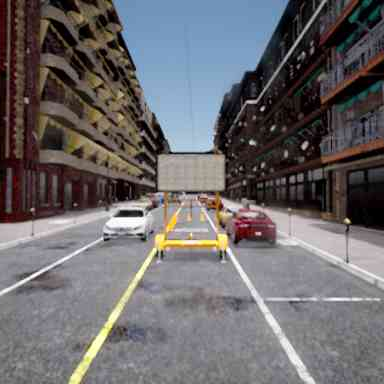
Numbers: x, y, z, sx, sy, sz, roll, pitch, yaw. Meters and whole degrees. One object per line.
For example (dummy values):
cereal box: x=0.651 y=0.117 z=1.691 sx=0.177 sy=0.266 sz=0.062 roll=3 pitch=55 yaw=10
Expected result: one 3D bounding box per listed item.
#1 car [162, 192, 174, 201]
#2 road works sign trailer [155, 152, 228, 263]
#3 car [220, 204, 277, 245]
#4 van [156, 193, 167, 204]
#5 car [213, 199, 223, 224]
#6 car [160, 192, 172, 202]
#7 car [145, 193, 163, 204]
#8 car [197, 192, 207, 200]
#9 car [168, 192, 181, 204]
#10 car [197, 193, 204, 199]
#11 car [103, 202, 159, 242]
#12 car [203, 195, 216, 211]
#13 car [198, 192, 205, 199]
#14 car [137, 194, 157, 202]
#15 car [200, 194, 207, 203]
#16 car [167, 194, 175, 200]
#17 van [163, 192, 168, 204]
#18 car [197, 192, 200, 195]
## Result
car: x=-5.434 y=0.990 z=75.906 sx=2.192 sy=1.841 sz=5.009 roll=1 pitch=0 yaw=0
road works sign trailer: x=-0.022 y=0.394 z=11.678 sx=2.380 sy=3.560 sz=2.880 roll=0 pitch=0 yaw=0
car: x=2.558 y=1.457 z=15.025 sx=1.887 sy=1.381 sz=4.507 roll=1 pitch=0 yaw=0
van: x=-5.403 y=1.061 z=59.316 sx=1.690 sy=1.788 sz=3.998 roll=1 pitch=0 yaw=0
car: x=2.547 y=1.407 z=20.726 sx=1.752 sy=1.417 sz=4.829 roll=1 pitch=0 yaw=0
car: x=-5.423 y=1.004 z=70.377 sx=2.192 sy=1.841 sz=5.009 roll=1 pitch=0 yaw=0
car: x=-5.369 y=1.096 z=42.725 sx=2.192 sy=1.841 sz=5.009 roll=2 pitch=0 yaw=0
car: x=2.401 y=0.978 z=81.393 sx=2.192 sy=1.841 sz=5.009 roll=1 pitch=0 yaw=0
car: x=-2.925 y=1.079 z=56.986 sx=2.097 sy=1.767 sz=4.553 roll=0 pitch=0 yaw=0
car: x=2.377 y=1.083 z=92.456 sx=1.967 sy=1.590 sz=4.097 roll=1 pitch=0 yaw=0
car: x=-2.877 y=1.432 z=15.945 sx=1.812 sy=1.442 sz=4.674 roll=0 pitch=0 yaw=0
car: x=2.515 y=1.350 z=37.147 sx=1.887 sy=1.381 sz=4.507 roll=1 pitch=0 yaw=0
car: x=2.473 y=1.266 z=59.270 sx=1.887 sy=1.381 sz=4.507 roll=1 pitch=0 yaw=0
car: x=-5.364 y=1.331 z=37.025 sx=1.752 sy=1.417 sz=4.829 roll=2 pitch=0 yaw=0
car: x=2.504 y=1.333 z=42.678 sx=2.008 sy=1.369 sz=4.403 roll=1 pitch=0 yaw=0
car: x=-5.461 y=1.217 z=86.970 sx=1.947 sy=1.339 sz=4.313 roll=1 pitch=0 yaw=0
van: x=-5.391 y=1.079 z=53.784 sx=1.690 sy=1.788 sz=3.998 roll=2 pitch=0 yaw=0
car: x=2.462 y=1.130 z=70.332 sx=1.967 sy=1.590 sz=4.097 roll=1 pitch=0 yaw=0
